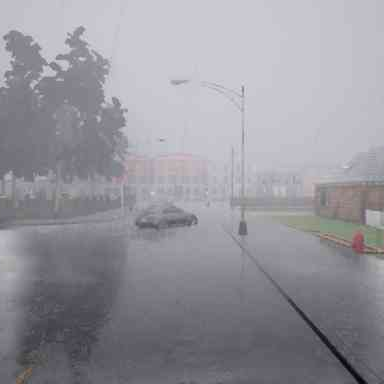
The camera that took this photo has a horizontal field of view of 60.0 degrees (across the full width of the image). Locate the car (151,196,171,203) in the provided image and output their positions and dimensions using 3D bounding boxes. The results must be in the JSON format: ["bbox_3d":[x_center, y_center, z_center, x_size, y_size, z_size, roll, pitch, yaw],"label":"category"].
[{"bbox_3d":[-4.035,1.547,39.743,2.033,1.411,5.357,0,0,0],"label":"car"}]

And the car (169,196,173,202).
[{"bbox_3d":[-3.986,1.352,49.891,2.097,1.767,4.553,0,0,1],"label":"car"}]

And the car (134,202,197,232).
[{"bbox_3d":[-1.536,1.564,20.547,1.994,1.385,4.181,0,0,39],"label":"car"}]
